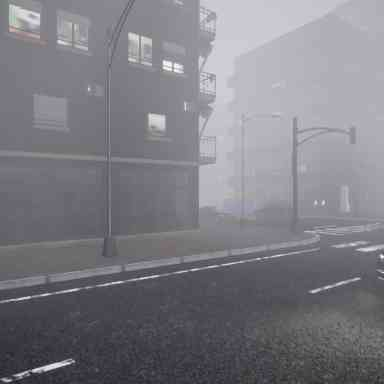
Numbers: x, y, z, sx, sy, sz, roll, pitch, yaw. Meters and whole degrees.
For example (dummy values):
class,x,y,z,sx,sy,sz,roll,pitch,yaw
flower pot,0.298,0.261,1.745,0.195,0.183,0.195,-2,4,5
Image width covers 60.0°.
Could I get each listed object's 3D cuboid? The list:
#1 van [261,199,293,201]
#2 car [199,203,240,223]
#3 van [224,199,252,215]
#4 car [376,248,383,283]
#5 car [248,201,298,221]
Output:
class,x,y,z,sx,sy,sz,roll,pitch,yaw
van,8.528,1.603,33.571,1.690,1.788,3.998,-1,0,-36
car,1.788,1.874,28.654,1.802,1.307,4.206,-1,0,-36
van,5.213,1.676,38.087,1.690,1.788,3.998,-1,0,-36
car,6.487,1.491,8.314,4.902,1.511,2.128,0,0,-36
car,7.560,1.810,30.453,1.994,1.385,4.181,0,-1,-36
